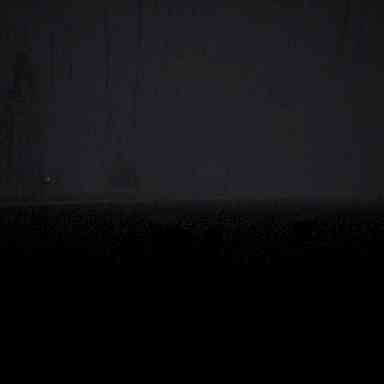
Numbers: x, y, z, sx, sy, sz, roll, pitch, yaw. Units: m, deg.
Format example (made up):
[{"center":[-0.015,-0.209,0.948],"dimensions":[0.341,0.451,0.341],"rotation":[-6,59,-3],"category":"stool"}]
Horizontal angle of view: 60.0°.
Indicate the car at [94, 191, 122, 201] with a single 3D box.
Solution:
[{"center":[-13.865,0.647,54.833],"dimensions":[2.128,1.511,4.902],"rotation":[2,1,38],"category":"car"}]
